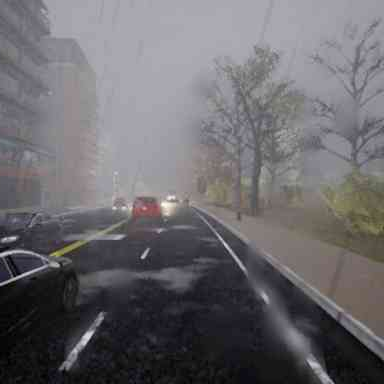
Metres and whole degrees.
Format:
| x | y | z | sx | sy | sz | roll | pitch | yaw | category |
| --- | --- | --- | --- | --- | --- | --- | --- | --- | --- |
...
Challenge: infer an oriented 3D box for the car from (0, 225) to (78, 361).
| x | y | z | sx | sy | sz | roll | pitch | yaw | category |
| --- | --- | --- | --- | --- | --- | --- | --- | --- | --- |
| -3.185 | 1.513 | 4.786 | 2.128 | 1.511 | 4.902 | 0 | 0 | 0 | car |

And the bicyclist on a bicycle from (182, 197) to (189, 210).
| x | y | z | sx | sy | sz | roll | pitch | yaw | category |
| --- | --- | --- | --- | --- | --- | --- | --- | --- | --- |
| -0.651 | 1.550 | 46.011 | 0.659 | 1.776 | 1.843 | 0 | 0 | -4 | bicyclist on a bicycle |

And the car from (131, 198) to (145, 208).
| x | y | z | sx | sy | sz | roll | pitch | yaw | category |
| --- | --- | --- | --- | --- | --- | --- | --- | --- | --- |
| -8.701 | 1.694 | 53.852 | 1.882 | 1.535 | 5.008 | 0 | 0 | -4 | car |

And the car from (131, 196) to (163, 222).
| x | y | z | sx | sy | sz | roll | pitch | yaw | category |
| --- | --- | --- | --- | --- | --- | --- | --- | --- | --- |
| -3.746 | 1.337 | 28.074 | 2.150 | 2.045 | 5.566 | 0 | 0 | -2 | car |

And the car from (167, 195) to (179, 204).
| x | y | z | sx | sy | sz | roll | pitch | yaw | category |
| --- | --- | --- | --- | --- | --- | --- | --- | --- | --- |
| -3.943 | 1.873 | 73.749 | 1.895 | 1.301 | 4.718 | 0 | 0 | -6 | car |

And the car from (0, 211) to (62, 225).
| x | y | z | sx | sy | sz | roll | pitch | yaw | category |
| --- | --- | --- | --- | --- | --- | --- | --- | --- | --- |
| -6.752 | 1.550 | 13.212 | 2.128 | 1.511 | 4.902 | 0 | 0 | -1 | car |

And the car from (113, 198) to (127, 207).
| x | y | z | sx | sy | sz | roll | pitch | yaw | category |
| --- | --- | --- | --- | --- | --- | --- | --- | --- | --- |
| -12.166 | 1.707 | 56.523 | 1.882 | 1.535 | 5.008 | 0 | 0 | -4 | car |
